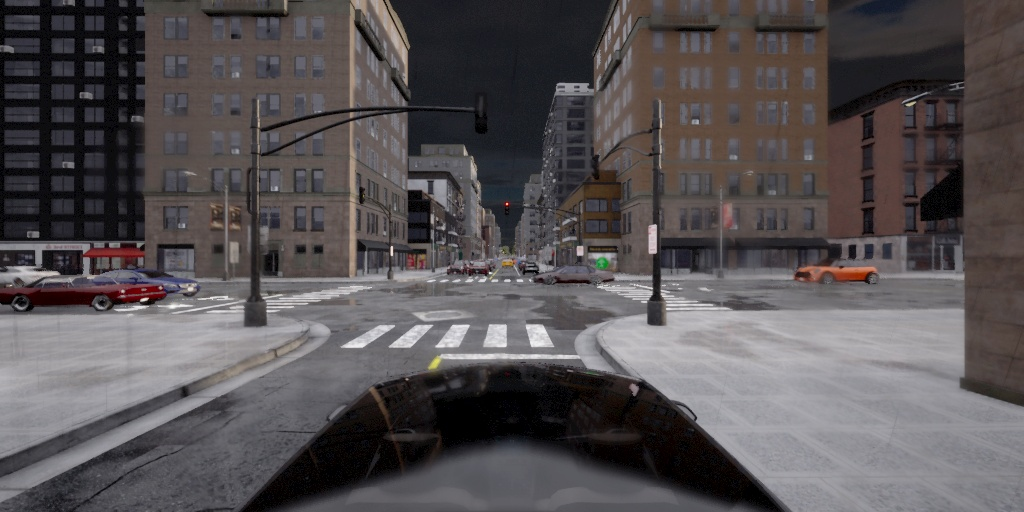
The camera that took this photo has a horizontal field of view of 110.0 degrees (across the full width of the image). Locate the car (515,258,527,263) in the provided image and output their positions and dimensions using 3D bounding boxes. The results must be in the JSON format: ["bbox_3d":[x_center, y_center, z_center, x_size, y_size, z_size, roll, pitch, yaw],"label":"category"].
[{"bbox_3d":[1.908,1.386,56.217,1.948,1.339,4.313,0,0,0],"label":"car"}]

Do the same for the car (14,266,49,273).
[{"bbox_3d":[-32.822,1.408,23.738,4.674,1.442,1.812,0,0,-1],"label":"car"}]

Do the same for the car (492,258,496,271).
[{"bbox_3d":[-3.515,1.308,47.415,1.837,1.490,4.892,0,0,0],"label":"car"}]

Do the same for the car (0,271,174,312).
[{"bbox_3d":[-16.565,1.401,13.982,4.718,1.301,1.895,0,0,-1],"label":"car"}]

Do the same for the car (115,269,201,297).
[{"bbox_3d":[-17.736,1.337,17.211,4.674,1.442,1.812,0,0,1],"label":"car"}]

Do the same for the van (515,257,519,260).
[{"bbox_3d":[1.869,1.173,61.727,1.690,1.789,3.998,0,0,0],"label":"van"}]

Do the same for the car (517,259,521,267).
[{"bbox_3d":[1.947,1.391,50.706,1.802,1.307,4.207,0,0,0],"label":"car"}]

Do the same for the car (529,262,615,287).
[{"bbox_3d":[4.101,1.296,24.184,5.357,1.411,2.033,-1,0,-1],"label":"car"}]

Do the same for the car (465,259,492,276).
[{"bbox_3d":[-3.450,1.265,37.822,1.882,1.535,5.008,0,0,0],"label":"car"}]

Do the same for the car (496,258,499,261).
[{"bbox_3d":[-3.576,1.424,57.555,1.895,1.301,4.718,0,0,0],"label":"car"}]

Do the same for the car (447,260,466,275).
[{"bbox_3d":[-6.000,1.230,39.628,1.967,1.591,4.097,0,0,0],"label":"car"}]

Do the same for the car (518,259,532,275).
[{"bbox_3d":[2.025,1.356,39.684,1.948,1.339,4.313,0,0,0],"label":"car"}]

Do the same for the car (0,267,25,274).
[{"bbox_3d":[-27.462,1.396,17.097,5.357,1.411,2.033,0,0,-1],"label":"car"}]

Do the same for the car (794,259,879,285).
[{"bbox_3d":[21.948,1.015,24.400,4.553,1.767,2.097,0,0,-1],"label":"car"}]
